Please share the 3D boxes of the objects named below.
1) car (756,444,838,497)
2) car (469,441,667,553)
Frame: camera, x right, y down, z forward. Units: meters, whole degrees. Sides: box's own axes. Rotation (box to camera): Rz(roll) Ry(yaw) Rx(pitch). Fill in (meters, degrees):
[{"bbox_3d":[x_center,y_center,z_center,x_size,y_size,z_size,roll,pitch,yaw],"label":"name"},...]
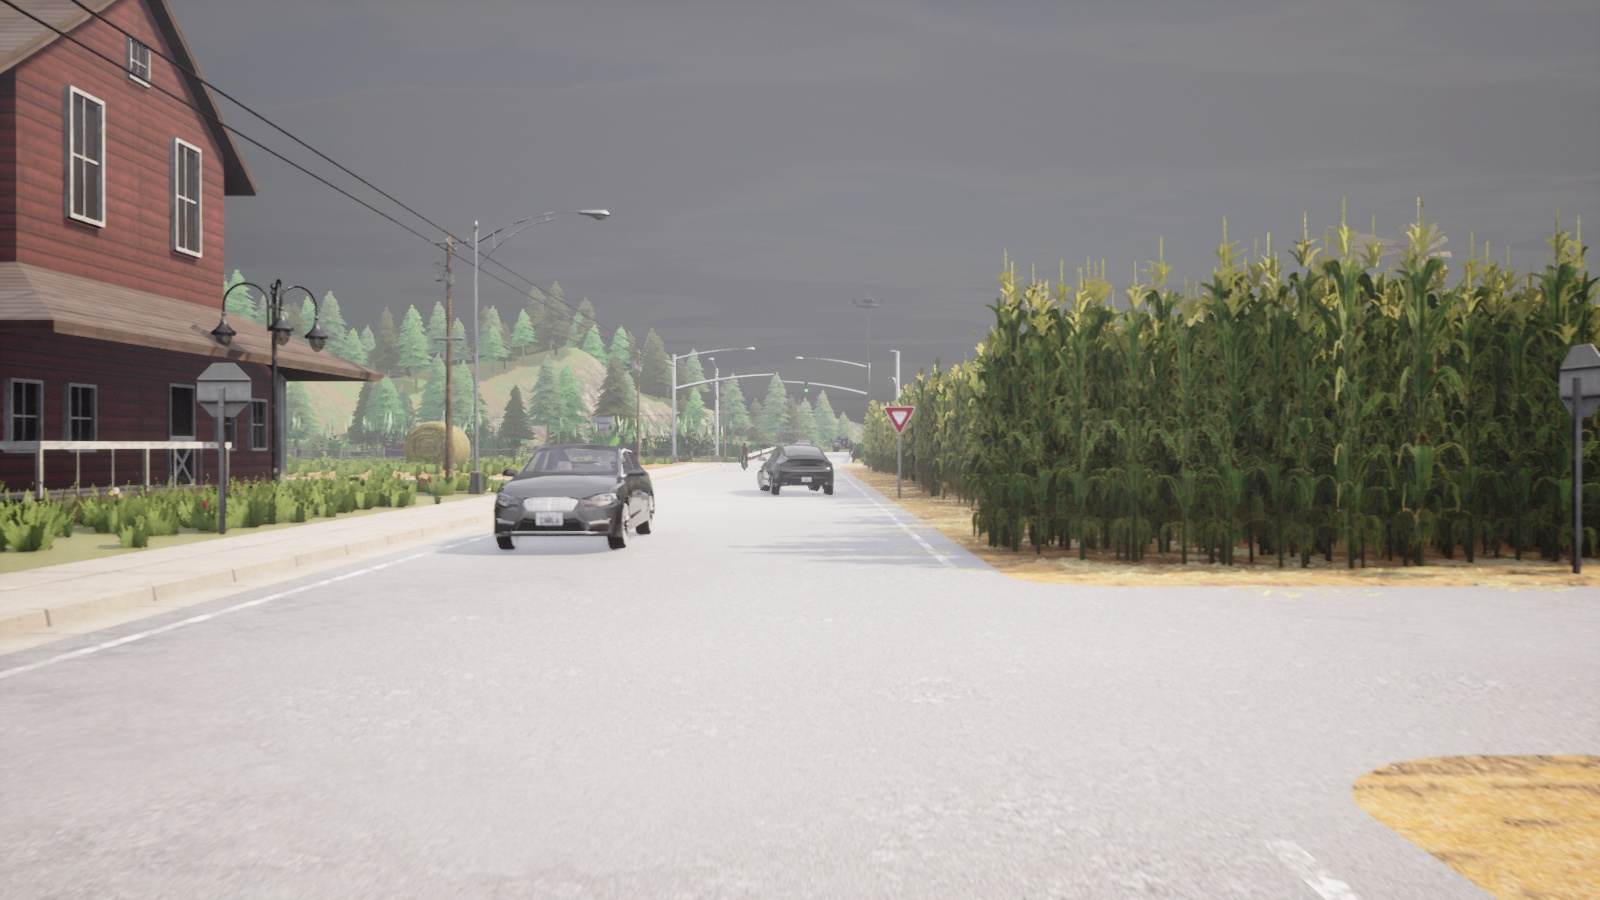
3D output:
[{"bbox_3d":[-0.176,0.590,39.028,1.837,1.490,4.892,1,0,-8],"label":"car"},{"bbox_3d":[-3.381,0.621,19.369,2.128,1.511,4.902,0,0,0],"label":"car"}]
